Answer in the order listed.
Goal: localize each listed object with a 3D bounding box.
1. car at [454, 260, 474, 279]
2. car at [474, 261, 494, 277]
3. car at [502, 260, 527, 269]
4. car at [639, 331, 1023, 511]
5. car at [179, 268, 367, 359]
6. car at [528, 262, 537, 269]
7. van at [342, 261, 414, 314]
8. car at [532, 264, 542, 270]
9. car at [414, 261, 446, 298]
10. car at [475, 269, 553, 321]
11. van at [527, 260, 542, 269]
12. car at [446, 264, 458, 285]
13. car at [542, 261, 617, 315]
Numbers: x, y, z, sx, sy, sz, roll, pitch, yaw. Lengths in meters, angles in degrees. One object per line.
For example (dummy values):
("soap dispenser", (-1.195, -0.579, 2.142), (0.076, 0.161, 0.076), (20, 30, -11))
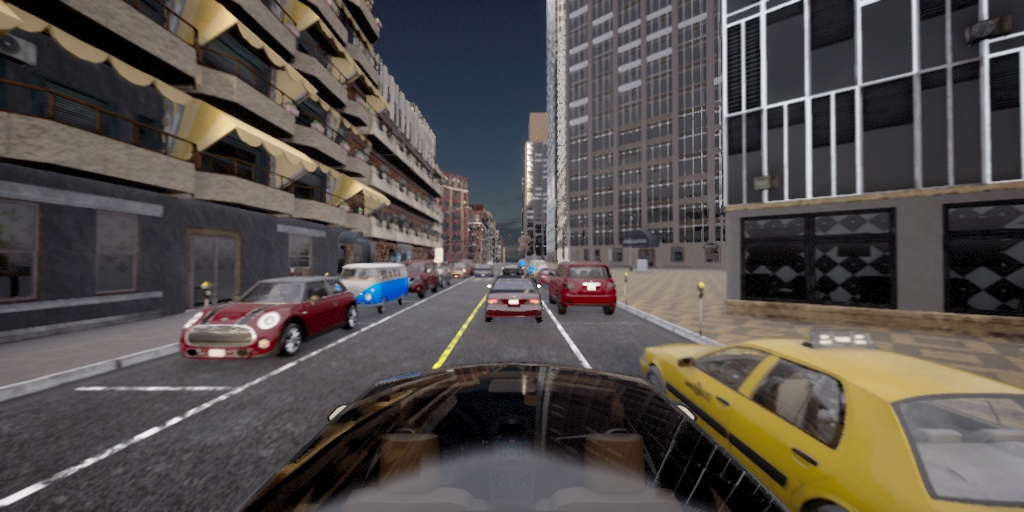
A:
("car", (-5.310, 1.415, 36.120), (1.967, 1.591, 4.097), (0, 0, 0))
("car", (-2.810, 1.535, 37.821), (2.033, 1.411, 5.357), (0, 0, 0))
("car", (0.090, 1.429, 32.771), (1.882, 1.535, 5.008), (0, 0, 0))
("car", (2.566, 1.283, 3.083), (1.751, 1.417, 4.829), (0, 0, 0))
("car", (-5.313, 1.231, 8.441), (1.967, 1.591, 4.097), (0, 0, 0))
("car", (2.570, 1.461, 30.761), (1.751, 1.417, 4.829), (0, 0, 0))
("van", (-5.313, 1.167, 13.978), (1.690, 1.789, 3.998), (0, 0, 0))
("car", (2.569, 1.480, 25.056), (1.802, 1.307, 4.207), (0, 0, 0))
("car", (-5.312, 1.177, 19.514), (2.192, 1.841, 5.009), (0, 0, 0))
("car", (0.067, 1.366, 12.701), (2.033, 1.411, 5.357), (0, 0, 0))
("van", (2.571, 1.316, 36.125), (1.690, 1.789, 3.998), (0, 0, 0))
("car", (-5.311, 1.448, 25.050), (2.007, 1.370, 4.403), (0, 0, 0))
("car", (2.568, 1.141, 13.984), (2.192, 1.841, 5.009), (0, 0, 0))
